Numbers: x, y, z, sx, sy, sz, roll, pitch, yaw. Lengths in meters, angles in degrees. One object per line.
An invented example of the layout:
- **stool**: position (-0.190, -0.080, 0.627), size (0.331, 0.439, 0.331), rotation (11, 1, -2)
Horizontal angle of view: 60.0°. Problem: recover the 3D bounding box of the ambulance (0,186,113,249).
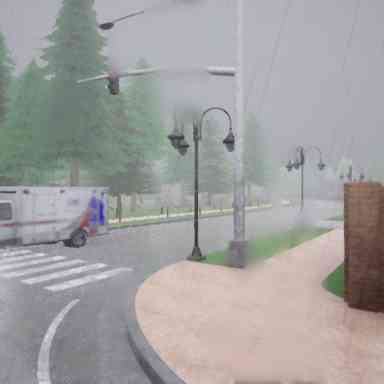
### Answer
- **ambulance**: position (-6.134, 1.016, 12.629), size (2.351, 2.431, 6.366), rotation (0, 0, 34)
